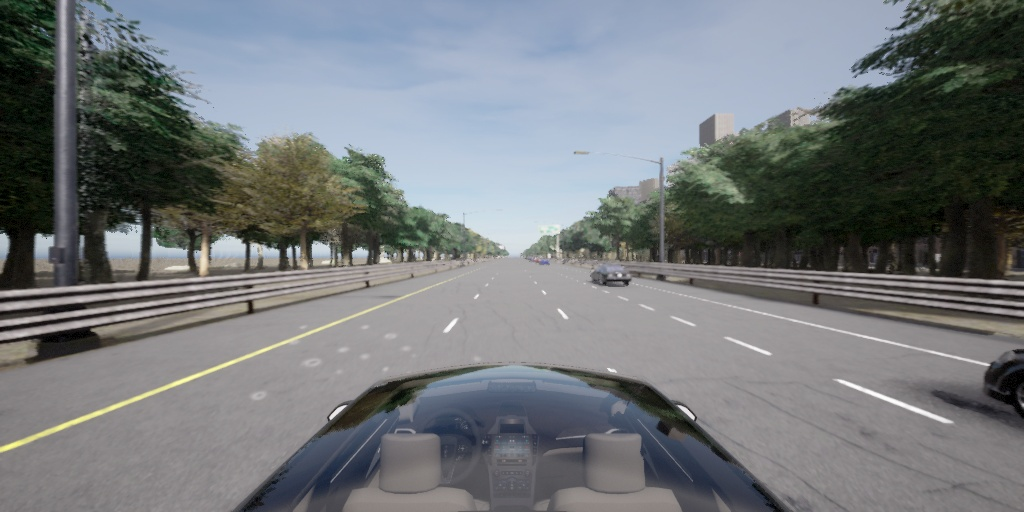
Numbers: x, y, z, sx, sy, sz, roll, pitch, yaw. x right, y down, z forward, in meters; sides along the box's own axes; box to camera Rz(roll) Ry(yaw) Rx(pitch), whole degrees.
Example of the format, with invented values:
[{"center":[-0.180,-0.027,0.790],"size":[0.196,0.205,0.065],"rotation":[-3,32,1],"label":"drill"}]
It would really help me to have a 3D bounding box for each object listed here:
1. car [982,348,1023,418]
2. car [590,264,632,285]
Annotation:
[{"center":[7.000,1.321,2.765],"size":[1.994,1.385,4.181],"rotation":[0,0,0],"label":"car"},{"center":[7.020,1.309,25.887],"size":[2.033,1.411,5.357],"rotation":[0,0,0],"label":"car"}]
